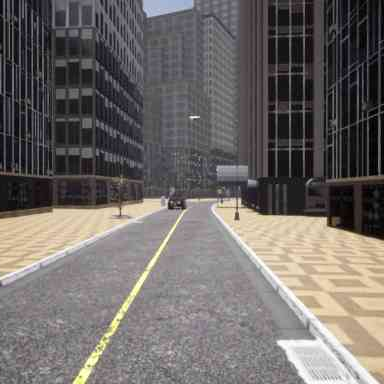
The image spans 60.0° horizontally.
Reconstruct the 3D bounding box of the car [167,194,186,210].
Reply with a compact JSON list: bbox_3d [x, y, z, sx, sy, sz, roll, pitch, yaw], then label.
[{"bbox_3d":[-1.962,1.273,44.336,2.150,2.045,5.566,0,0,3],"label":"car"}]
